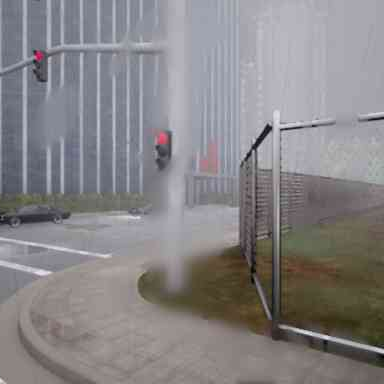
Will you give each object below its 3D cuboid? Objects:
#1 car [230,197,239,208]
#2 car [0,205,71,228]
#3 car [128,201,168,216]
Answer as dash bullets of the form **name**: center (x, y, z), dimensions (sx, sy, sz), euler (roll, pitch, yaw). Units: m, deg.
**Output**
- **car**: center (7.095, 1.439, 46.647), dimensions (1.837, 1.490, 4.892), euler (0, -1, 36)
- **car**: center (-10.612, 1.533, 22.064), dimensions (1.895, 1.301, 4.718), euler (0, 0, 36)
- **car**: center (-3.988, 1.496, 31.290), dimensions (1.994, 1.385, 4.181), euler (0, 0, 36)
